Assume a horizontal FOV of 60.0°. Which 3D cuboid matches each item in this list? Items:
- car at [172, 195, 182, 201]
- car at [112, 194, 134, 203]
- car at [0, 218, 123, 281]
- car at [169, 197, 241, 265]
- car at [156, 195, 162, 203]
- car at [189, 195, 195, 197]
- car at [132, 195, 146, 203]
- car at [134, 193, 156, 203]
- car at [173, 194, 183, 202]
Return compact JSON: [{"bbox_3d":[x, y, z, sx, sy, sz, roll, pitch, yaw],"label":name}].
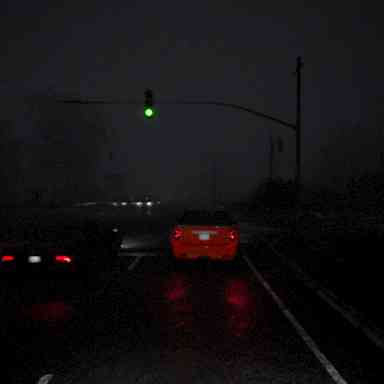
[{"bbox_3d":[-3.505,1.663,74.145,1.895,1.301,4.718,0,-2,0],"label":"car"},{"bbox_3d":[-10.578,0.962,50.443,2.033,1.411,5.357,0,-1,0],"label":"car"},{"bbox_3d":[-3.420,1.473,9.748,2.033,1.411,5.357,0,1,0],"label":"car"},{"bbox_3d":[0.567,1.247,11.522,2.097,1.767,4.553,0,1,6],"label":"car"},{"bbox_3d":[-7.008,1.381,66.018,2.033,1.411,5.357,0,-2,0],"label":"car"},{"bbox_3d":[-0.005,1.554,73.701,1.837,1.490,4.892,0,-2,0],"label":"car"},{"bbox_3d":[-10.508,1.316,66.096,1.882,1.535,5.008,0,-1,0],"label":"car"},{"bbox_3d":[-7.078,0.920,50.459,1.837,1.490,4.892,0,-1,0],"label":"car"},{"bbox_3d":[-3.506,1.561,84.115,2.097,1.767,4.553,0,-2,0],"label":"car"}]
